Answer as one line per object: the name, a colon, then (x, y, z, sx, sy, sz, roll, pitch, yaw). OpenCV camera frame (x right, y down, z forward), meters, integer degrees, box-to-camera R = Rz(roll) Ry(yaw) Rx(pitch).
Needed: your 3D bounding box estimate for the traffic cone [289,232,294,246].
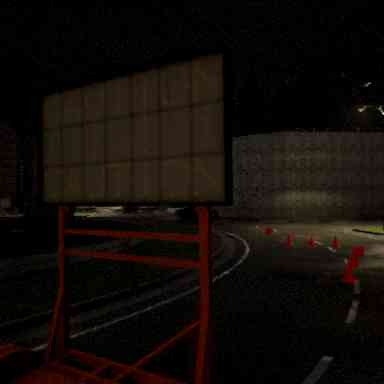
traffic cone: (4.529, 2.172, 15.498, 0.340, 0.580, 0.340, -1, -1, 30)

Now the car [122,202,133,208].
car: (-15.898, 3.150, 82.498, 2.033, 1.411, 5.357, -1, -1, -3)

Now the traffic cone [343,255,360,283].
traffic cone: (4.177, 2.062, 8.800, 0.340, 0.580, 0.340, -1, -1, 30)

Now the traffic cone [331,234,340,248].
traffic cone: (6.269, 2.134, 14.512, 0.340, 0.580, 0.340, -1, -1, 30)

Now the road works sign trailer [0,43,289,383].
road works sign trailer: (-0.589, 0.538, 3.471, 2.380, 3.560, 2.880, -1, -1, 30)

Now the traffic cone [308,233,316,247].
traffic cone: (5.399, 2.153, 15.005, 0.340, 0.580, 0.340, -1, -1, 30)

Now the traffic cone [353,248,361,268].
traffic cone: (5.164, 2.080, 10.539, 0.340, 0.580, 0.340, -1, -1, 30)

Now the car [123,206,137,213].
car: (-9.748, 2.502, 52.502, 1.882, 1.535, 5.008, -1, -1, -13)

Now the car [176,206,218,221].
car: (0.378, 2.065, 34.198, 1.882, 1.535, 5.008, 1, -2, -44)
